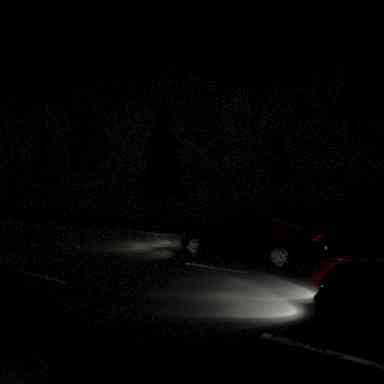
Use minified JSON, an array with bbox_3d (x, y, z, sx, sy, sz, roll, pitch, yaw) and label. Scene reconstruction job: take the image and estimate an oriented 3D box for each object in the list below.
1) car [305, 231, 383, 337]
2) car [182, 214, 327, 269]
[{"bbox_3d":[4.738,1.547,4.910,5.357,1.411,2.033,0,0,36],"label":"car"},{"bbox_3d":[1.929,1.478,11.216,5.008,1.535,1.882,0,0,36],"label":"car"}]
